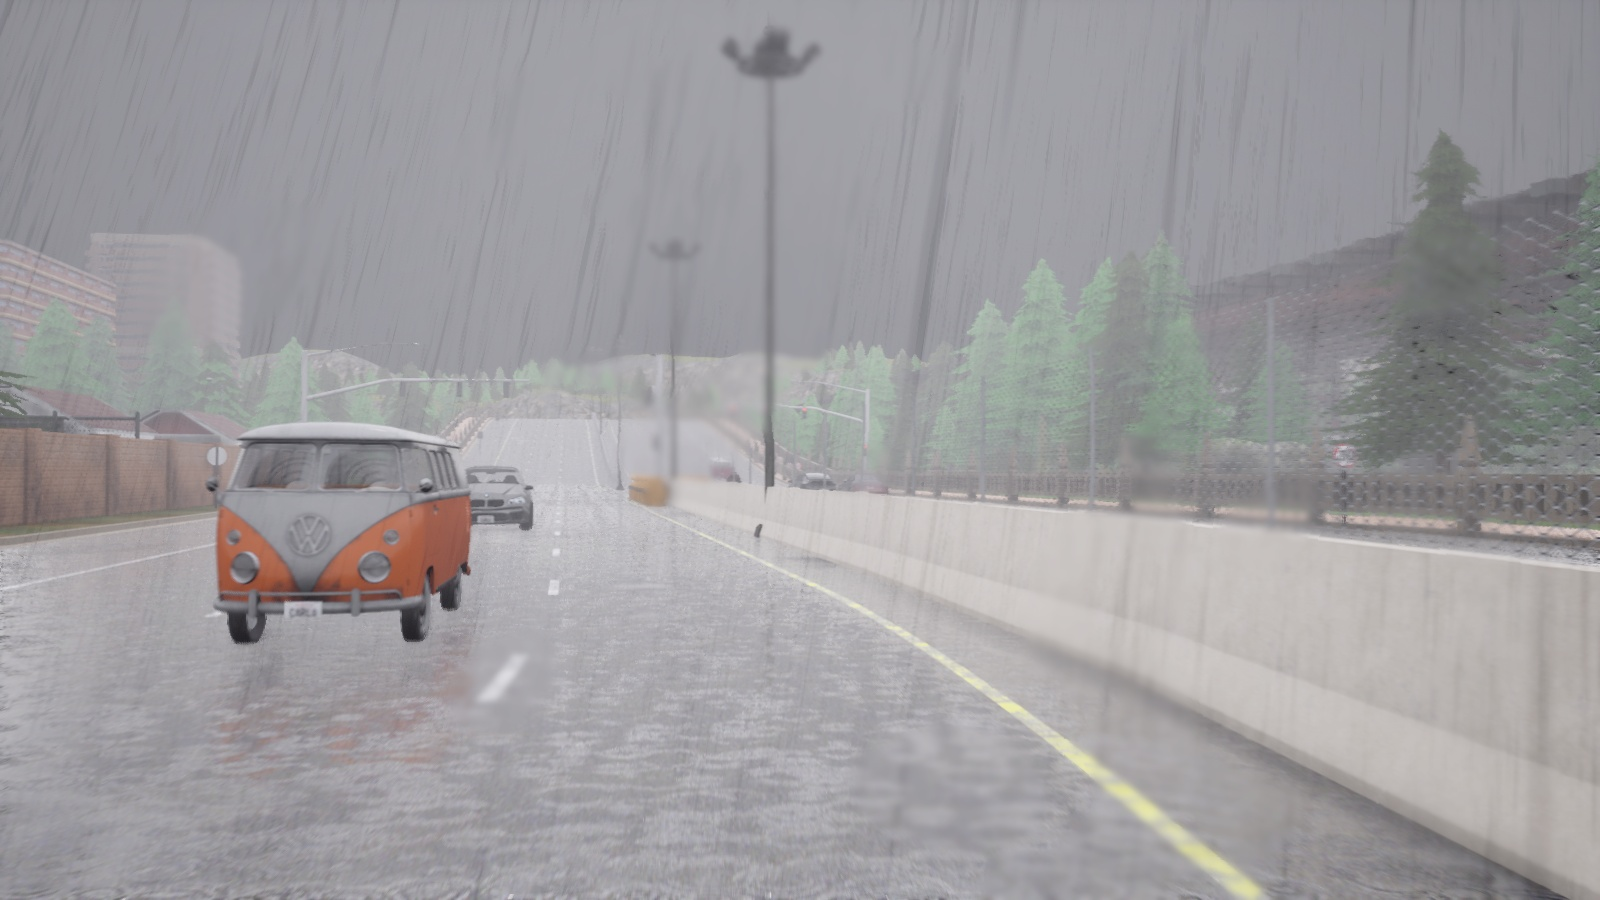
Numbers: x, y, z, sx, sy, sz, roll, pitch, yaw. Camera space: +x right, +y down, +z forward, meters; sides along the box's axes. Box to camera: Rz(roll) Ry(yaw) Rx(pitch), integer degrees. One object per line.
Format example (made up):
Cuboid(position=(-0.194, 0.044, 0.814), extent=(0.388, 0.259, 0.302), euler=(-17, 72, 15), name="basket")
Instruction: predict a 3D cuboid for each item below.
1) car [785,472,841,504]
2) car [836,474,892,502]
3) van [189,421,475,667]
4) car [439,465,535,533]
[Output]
Cuboid(position=(0.589, 1.852, 61.846), extent=(1.837, 1.490, 4.892), euler=(0, -1, -11), name="car")
Cuboid(position=(3.338, 1.970, 66.111), extent=(1.994, 1.385, 4.181), euler=(0, -1, -11), name="car")
Cuboid(position=(-4.376, 0.797, 12.470), extent=(1.775, 1.987, 4.442), euler=(0, -1, -9), name="van")
Cuboid(position=(-8.272, 1.259, 33.616), extent=(2.242, 1.667, 4.611), euler=(0, -1, -11), name="car")
